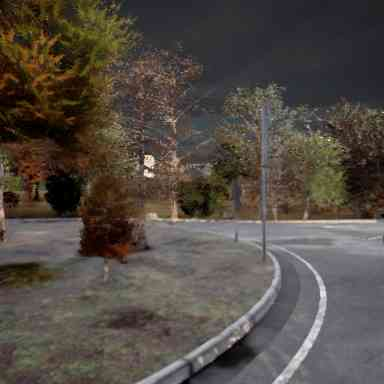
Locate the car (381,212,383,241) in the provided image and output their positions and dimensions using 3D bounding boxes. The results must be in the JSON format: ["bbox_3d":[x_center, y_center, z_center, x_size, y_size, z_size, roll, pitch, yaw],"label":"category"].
[{"bbox_3d":[7.736,1.281,11.206,2.150,2.045,5.566,-1,-1,30],"label":"car"}]
